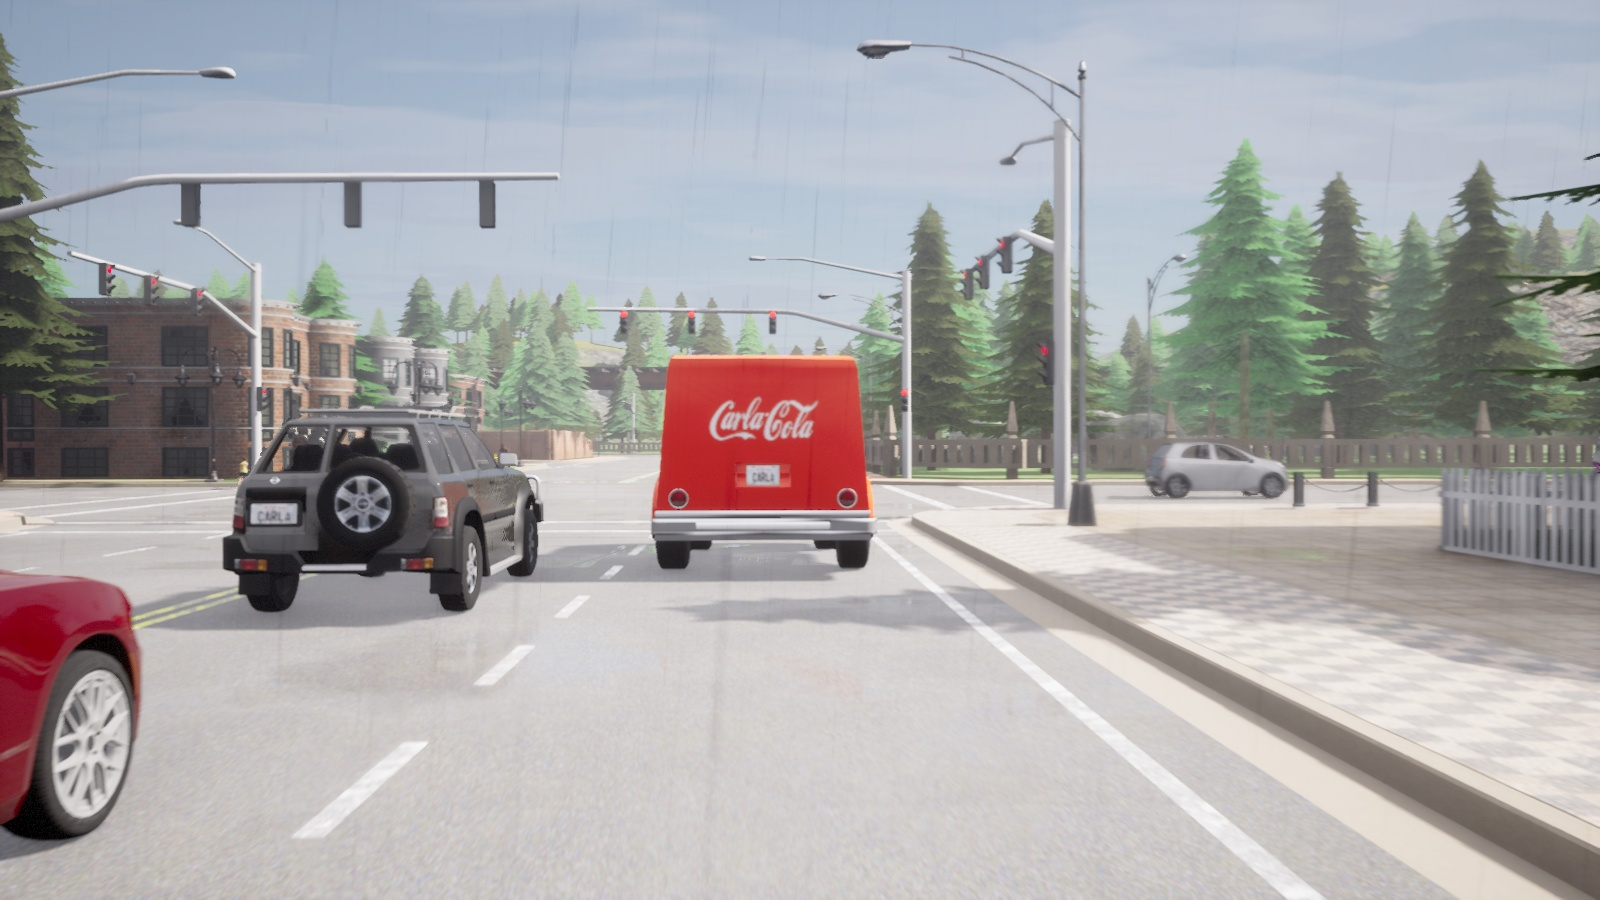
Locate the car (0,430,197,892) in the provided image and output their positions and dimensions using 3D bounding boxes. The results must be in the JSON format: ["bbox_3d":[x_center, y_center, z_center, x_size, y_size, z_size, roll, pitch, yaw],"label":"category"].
[{"bbox_3d":[-3.565,0.705,3.079,1.882,1.535,5.008,0,0,-2],"label":"car"}]

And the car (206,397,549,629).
[{"bbox_3d":[-3.846,0.492,12.369,1.932,1.855,4.605,0,0,-2],"label":"car"}]

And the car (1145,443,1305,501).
[{"bbox_3d":[11.283,0.576,33.486,3.633,1.501,1.845,0,0,-1],"label":"car"}]

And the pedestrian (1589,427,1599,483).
[{"bbox_3d":[28.410,0.167,44.204,0.873,1.952,0.659,0,0,-3],"label":"pedestrian"}]

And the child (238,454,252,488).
[{"bbox_3d":[-17.925,0.680,40.577,0.255,1.110,0.394,0,0,2],"label":"child"}]

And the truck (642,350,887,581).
[{"bbox_3d":[-0.455,0.166,16.048,2.627,2.467,5.204,0,0,-2],"label":"truck"}]
